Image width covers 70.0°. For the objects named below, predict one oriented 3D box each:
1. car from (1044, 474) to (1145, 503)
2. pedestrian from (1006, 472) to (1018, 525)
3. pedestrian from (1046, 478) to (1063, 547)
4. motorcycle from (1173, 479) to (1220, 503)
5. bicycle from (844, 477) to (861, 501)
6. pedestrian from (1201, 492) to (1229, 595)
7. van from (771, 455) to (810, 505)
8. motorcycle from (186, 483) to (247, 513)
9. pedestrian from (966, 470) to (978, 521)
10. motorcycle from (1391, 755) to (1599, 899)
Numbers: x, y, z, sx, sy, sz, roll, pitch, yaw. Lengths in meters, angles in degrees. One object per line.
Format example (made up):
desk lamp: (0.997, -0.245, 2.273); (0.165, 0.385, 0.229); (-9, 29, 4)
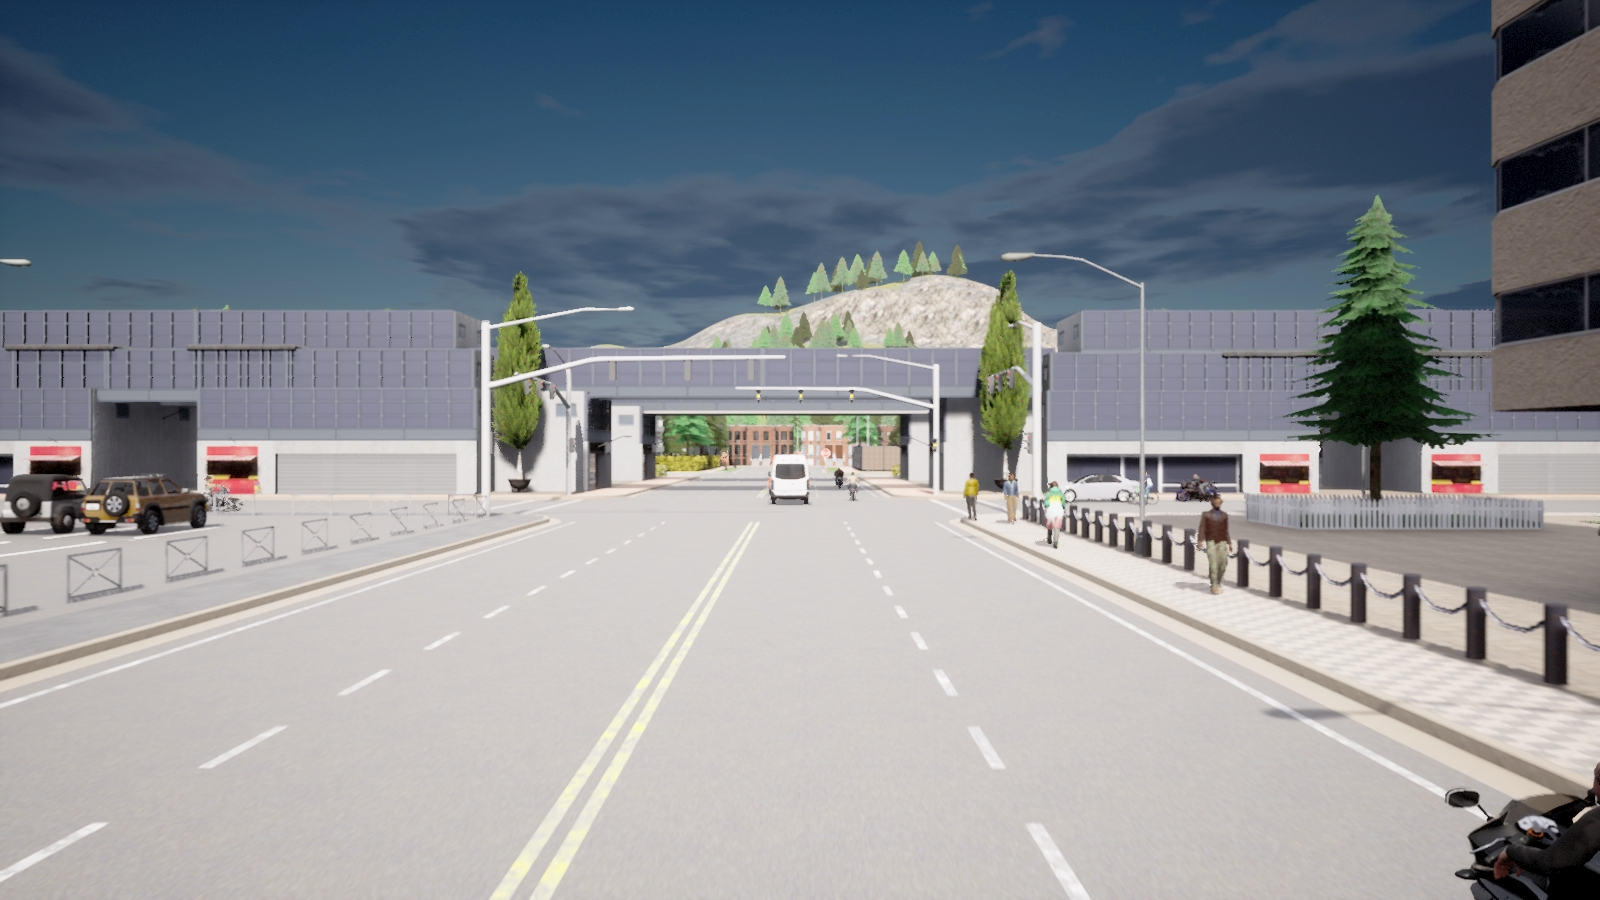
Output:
car: (15.842, 2.063, 61.740); (4.892, 1.480, 2.231); (0, 0, 0)
pedestrian: (7.479, 1.701, 40.350); (0.375, 1.860, 0.375); (0, 0, 0)
pedestrian: (6.903, 1.698, 30.997); (0.375, 1.860, 0.375); (0, 0, 3)
motorcycle: (21.415, 2.207, 61.734); (2.209, 1.251, 0.867); (0, 0, 0)
bicycle: (2.902, 2.160, 63.112); (0.859, 1.276, 1.487); (0, 0, -1)
pedestrian: (7.580, 1.697, 20.878); (0.375, 1.860, 0.375); (0, 0, 0)
van: (-0.574, 1.536, 61.248); (1.988, 2.561, 5.915); (0, 0, -1)
motorcycle: (-26.204, 2.156, 51.324); (2.356, 1.307, 0.764); (0, 0, 1)
pedestrian: (6.422, 1.699, 42.720); (0.375, 1.860, 0.375); (0, 0, -7)
motorcycle: (3.500, 2.205, 4.819); (0.867, 1.251, 2.209); (0, 0, 0)
